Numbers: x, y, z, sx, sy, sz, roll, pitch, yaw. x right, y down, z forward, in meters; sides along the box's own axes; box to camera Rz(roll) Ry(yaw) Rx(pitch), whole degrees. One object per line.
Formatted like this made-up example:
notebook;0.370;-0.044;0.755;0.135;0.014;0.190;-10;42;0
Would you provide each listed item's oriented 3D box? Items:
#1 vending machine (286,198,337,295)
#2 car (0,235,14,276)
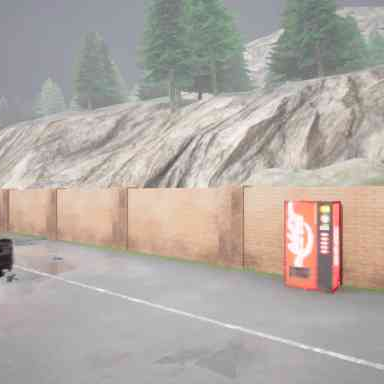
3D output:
vending machine;2.878;1.195;7.955;0.880;2.100;1.100;0;0;36
car;-6.808;1.477;9.130;5.008;1.535;1.882;0;0;37
